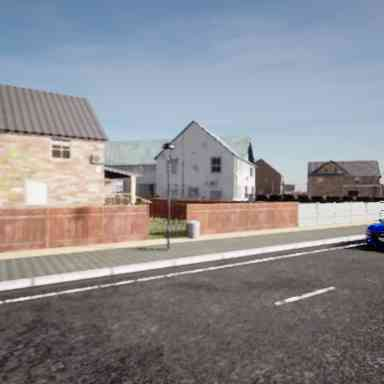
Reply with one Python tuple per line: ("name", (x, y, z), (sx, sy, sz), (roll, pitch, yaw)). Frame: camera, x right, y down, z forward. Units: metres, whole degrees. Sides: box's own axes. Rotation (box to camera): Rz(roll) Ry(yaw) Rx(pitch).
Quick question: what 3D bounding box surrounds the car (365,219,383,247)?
("car", (9.470, 1.590, 14.419), (5.008, 1.535, 1.882), (1, 0, -35))
